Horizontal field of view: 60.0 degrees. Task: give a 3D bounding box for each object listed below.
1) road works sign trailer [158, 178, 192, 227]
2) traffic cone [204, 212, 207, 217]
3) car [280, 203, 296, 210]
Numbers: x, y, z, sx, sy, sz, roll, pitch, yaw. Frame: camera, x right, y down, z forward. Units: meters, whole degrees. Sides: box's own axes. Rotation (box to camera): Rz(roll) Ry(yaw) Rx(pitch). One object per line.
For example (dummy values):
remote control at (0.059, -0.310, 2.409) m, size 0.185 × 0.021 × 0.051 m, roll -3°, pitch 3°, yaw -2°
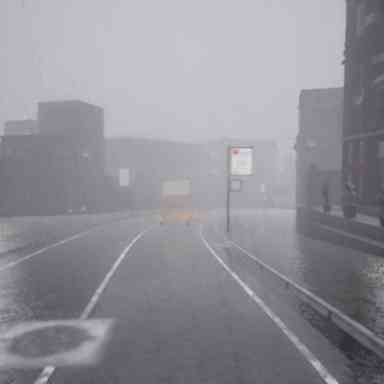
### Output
road works sign trailer at (-1.117, 0.740, 25.530) m, size 2.380 × 3.560 × 2.880 m, roll -2°, pitch 0°, yaw 14°
traffic cone at (1.496, 2.490, 37.804) m, size 0.340 × 0.580 × 0.340 m, roll 1°, pitch -1°, yaw 10°
car at (19.397, 2.897, 65.465) m, size 4.718 × 1.301 × 1.895 m, roll 3°, pitch 2°, yaw -34°
